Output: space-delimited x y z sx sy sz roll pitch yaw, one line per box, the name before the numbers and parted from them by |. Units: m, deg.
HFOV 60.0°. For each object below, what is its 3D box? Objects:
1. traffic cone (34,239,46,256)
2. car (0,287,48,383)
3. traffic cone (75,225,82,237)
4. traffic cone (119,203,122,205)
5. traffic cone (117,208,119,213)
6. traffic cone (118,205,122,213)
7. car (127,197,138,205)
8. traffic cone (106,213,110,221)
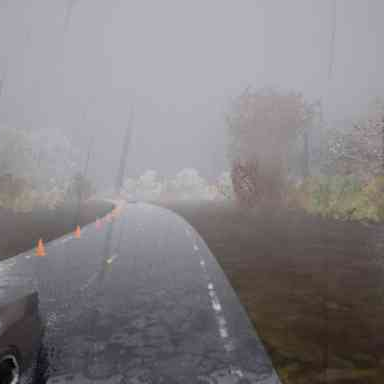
traffic cone | -5.452 1.975 11.986 0.340 0.580 0.340 0 0 -3
car | -2.732 1.555 1.950 2.033 1.411 5.357 0 0 -1
traffic cone | -5.777 1.979 16.920 0.340 0.580 0.340 0 0 -4
traffic cone | -8.925 2.002 41.430 0.340 0.580 0.340 0 0 -10
traffic cone | -7.362 1.993 31.666 0.340 0.580 0.340 0 0 -8
traffic cone | -8.094 1.997 36.556 0.340 0.580 0.340 0 0 -9
car | -11.265 1.617 62.479 2.033 1.411 5.357 0 0 -15
traffic cone | -6.733 1.988 26.762 0.340 0.580 0.340 0 0 -7
